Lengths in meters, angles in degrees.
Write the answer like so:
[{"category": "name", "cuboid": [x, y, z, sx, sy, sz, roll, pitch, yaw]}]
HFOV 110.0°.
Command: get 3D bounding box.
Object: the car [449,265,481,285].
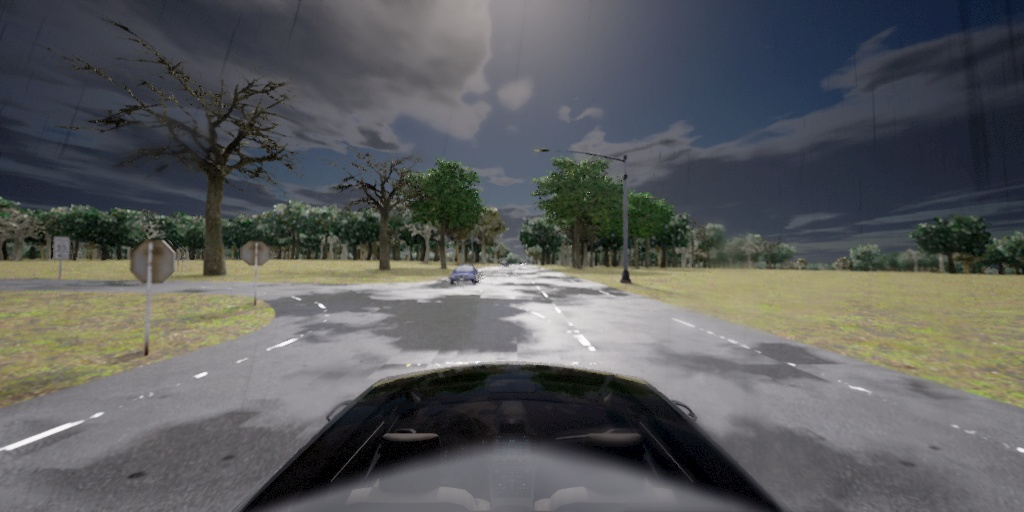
[{"category": "car", "cuboid": [-3.533, 1.399, 27.436, 1.812, 1.442, 4.674, 0, -1, 0]}]
